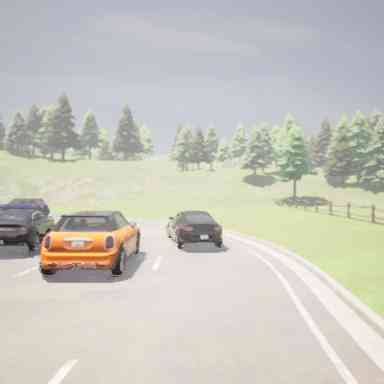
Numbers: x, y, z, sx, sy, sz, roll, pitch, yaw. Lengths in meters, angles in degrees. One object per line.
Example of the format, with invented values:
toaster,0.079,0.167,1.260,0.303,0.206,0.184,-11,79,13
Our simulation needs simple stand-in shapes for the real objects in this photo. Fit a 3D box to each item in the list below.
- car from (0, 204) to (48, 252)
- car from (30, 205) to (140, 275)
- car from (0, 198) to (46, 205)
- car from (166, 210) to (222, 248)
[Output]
car,-6.873,1.459,13.430,2.128,1.511,4.902,1,0,-11
car,-2.920,1.339,10.505,2.097,1.767,4.553,0,0,-1
car,-14.829,1.282,28.939,4.553,1.767,2.097,0,0,16
car,0.005,1.529,14.756,1.812,1.442,4.674,1,0,-11
